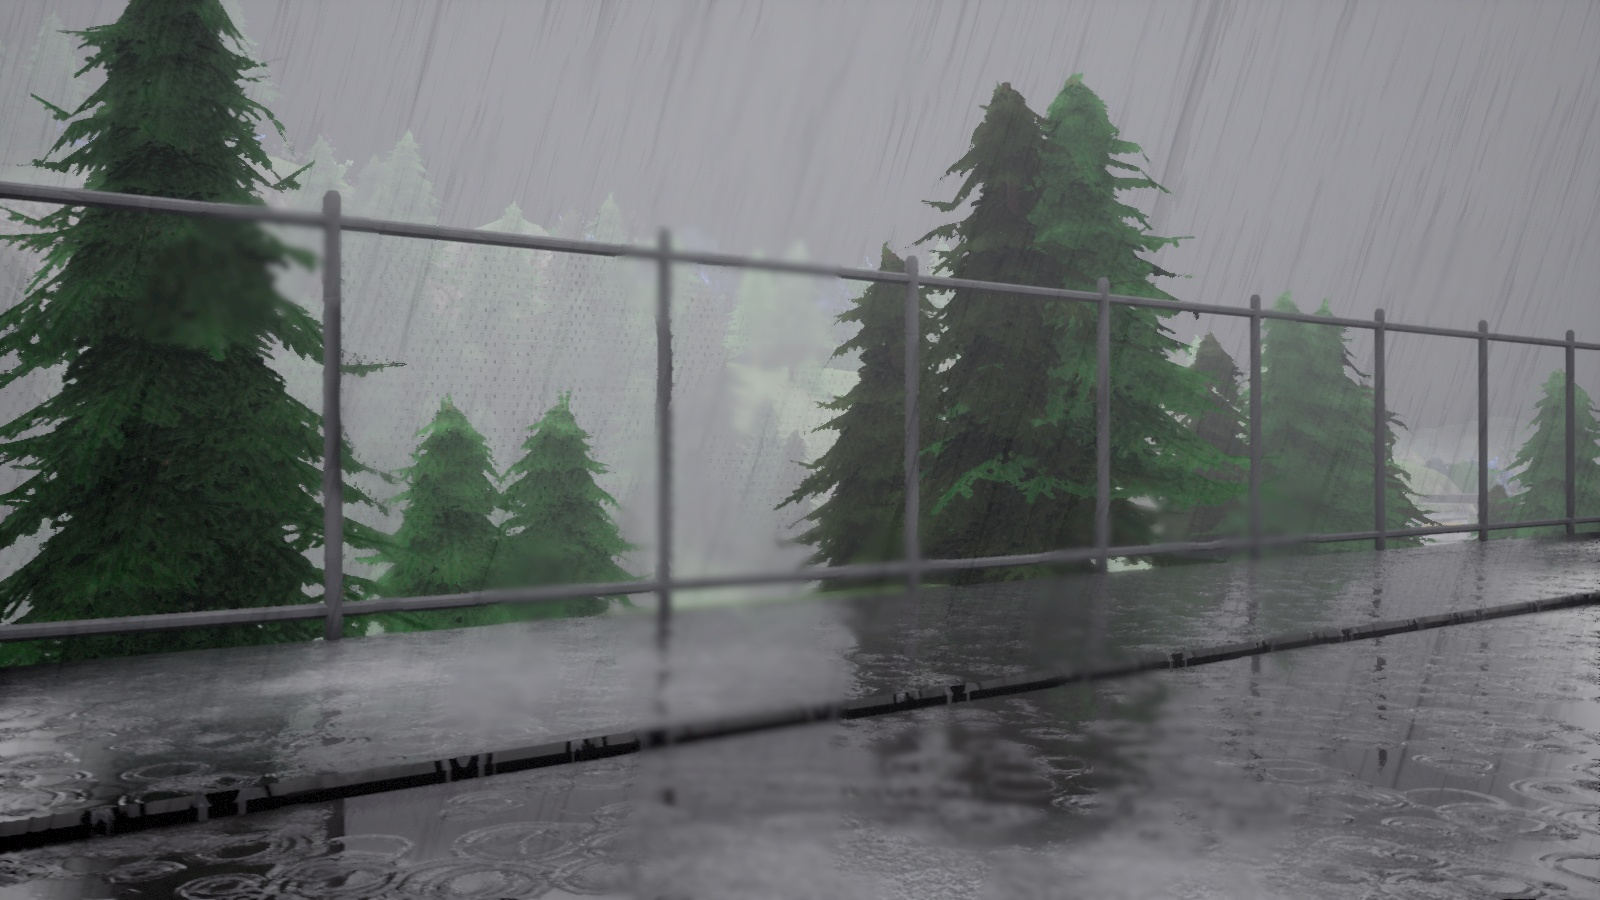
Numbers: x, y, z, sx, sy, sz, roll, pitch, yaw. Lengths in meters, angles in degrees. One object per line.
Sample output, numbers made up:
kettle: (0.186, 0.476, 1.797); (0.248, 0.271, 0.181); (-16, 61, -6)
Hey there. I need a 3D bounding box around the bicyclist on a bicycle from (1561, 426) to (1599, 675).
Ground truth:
bicyclist on a bicycle: (5.897, 0.644, 8.374); (1.509, 1.612, 0.866); (0, 0, -35)
